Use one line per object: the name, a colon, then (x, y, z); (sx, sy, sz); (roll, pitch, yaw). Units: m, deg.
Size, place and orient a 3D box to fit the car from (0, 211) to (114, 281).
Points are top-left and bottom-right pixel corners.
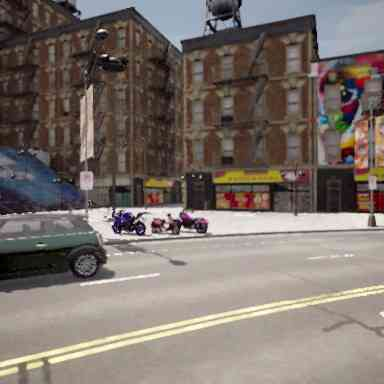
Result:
car: (-4.667, 1.384, 8.788); (4.553, 1.767, 2.097); (0, 0, -29)
